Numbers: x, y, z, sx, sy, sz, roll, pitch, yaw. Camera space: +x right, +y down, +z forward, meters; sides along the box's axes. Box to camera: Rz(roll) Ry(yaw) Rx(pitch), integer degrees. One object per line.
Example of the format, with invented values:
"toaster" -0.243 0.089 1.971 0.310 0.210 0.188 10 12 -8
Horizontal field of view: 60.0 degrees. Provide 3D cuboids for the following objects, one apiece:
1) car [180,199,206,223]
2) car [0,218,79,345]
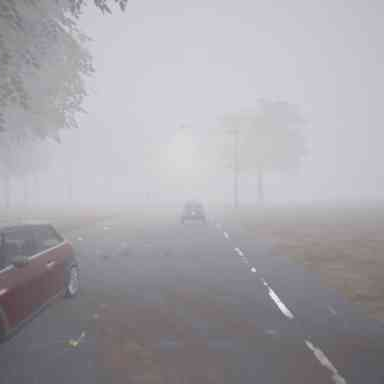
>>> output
"car" 0.105 1.526 25.192 2.033 1.411 5.357 0 0 0
"car" -3.499 1.340 5.344 2.097 1.767 4.553 0 0 0
